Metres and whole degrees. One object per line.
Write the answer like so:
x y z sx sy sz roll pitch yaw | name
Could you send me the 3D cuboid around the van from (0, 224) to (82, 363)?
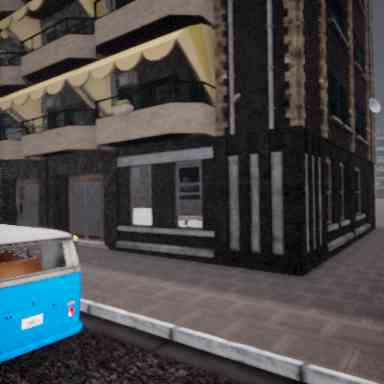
-3.486 1.391 5.220 3.998 1.788 1.690 -1 -1 36 | van
